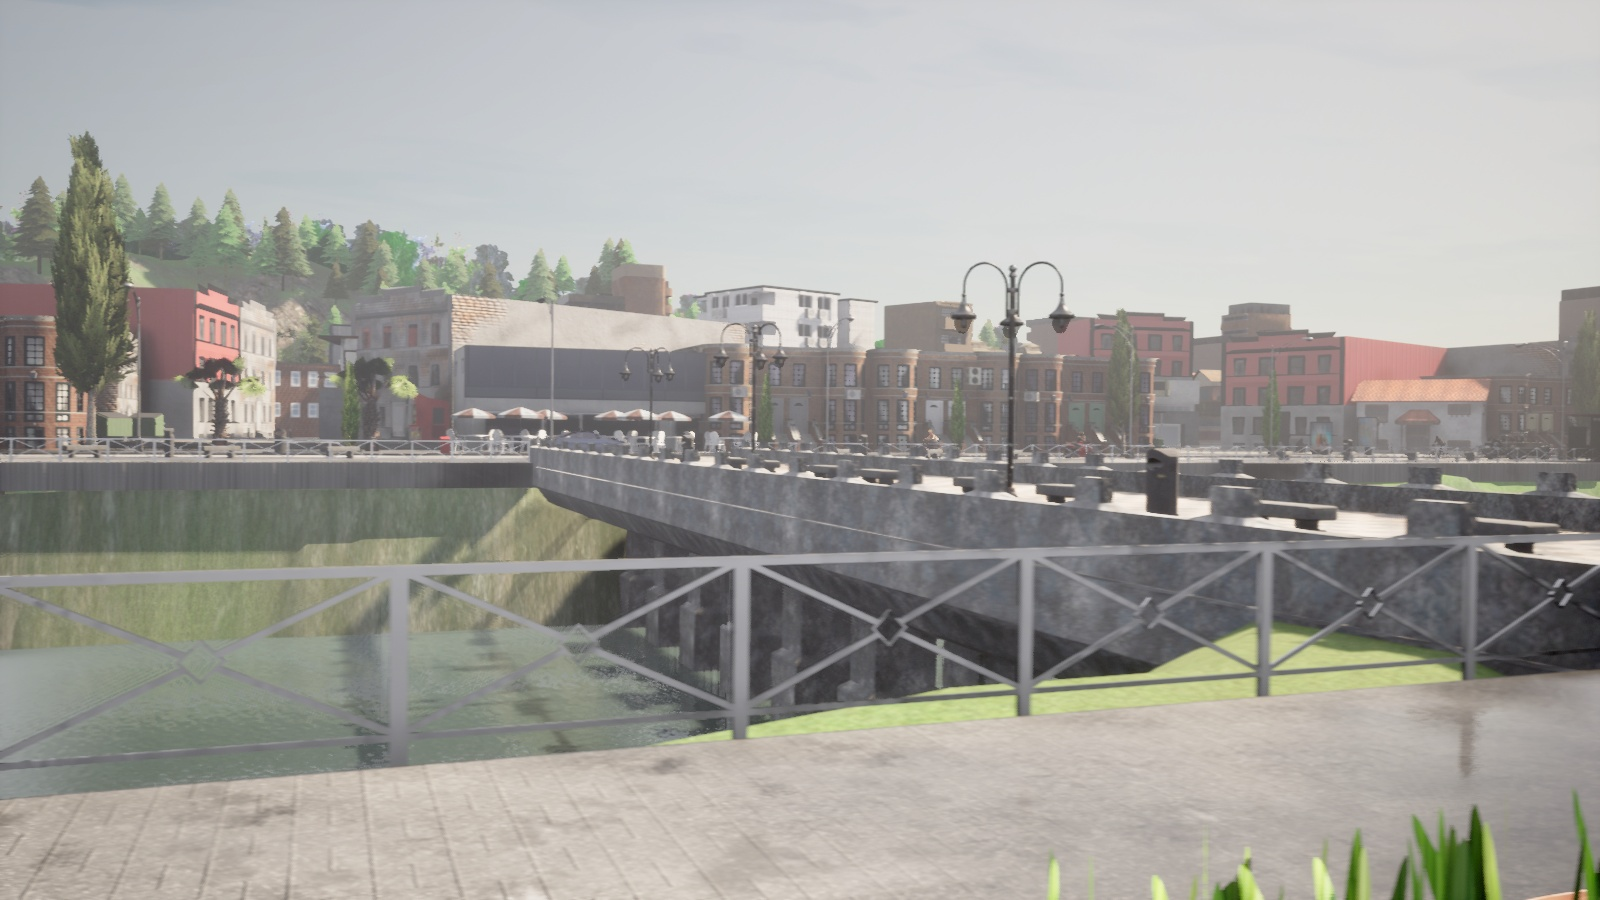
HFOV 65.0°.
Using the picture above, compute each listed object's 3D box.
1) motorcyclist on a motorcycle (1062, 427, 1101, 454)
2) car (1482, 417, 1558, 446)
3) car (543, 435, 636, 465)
[{"bbox_3d":[16.042,-0.558,71.566,2.044,1.523,0.797,-1,1,-21],"label":"motorcyclist on a motorcycle"},{"bbox_3d":[47.971,-1.266,83.697,4.605,1.855,1.932,-1,1,-21],"label":"car"},{"bbox_3d":[-10.314,-0.028,61.551,4.181,1.385,1.994,-1,1,-21],"label":"car"}]
